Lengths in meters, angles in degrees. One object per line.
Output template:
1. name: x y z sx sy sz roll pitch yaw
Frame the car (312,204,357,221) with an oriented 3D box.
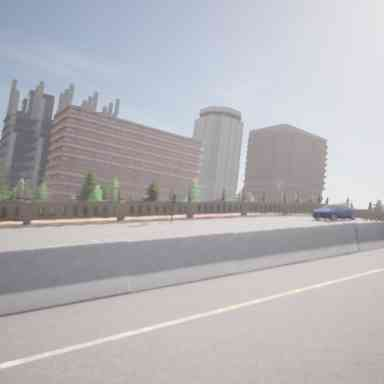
1. car: 13.028 1.824 30.305 5.008 1.535 1.882 3 -1 -35
